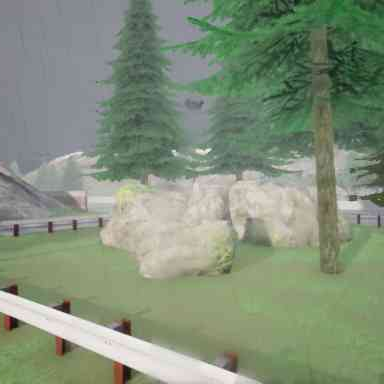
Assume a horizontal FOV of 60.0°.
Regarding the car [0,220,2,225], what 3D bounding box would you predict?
[{"bbox_3d":[-11.602,1.357,15.041,5.357,1.411,2.033,0,0,0],"label":"car"}]
